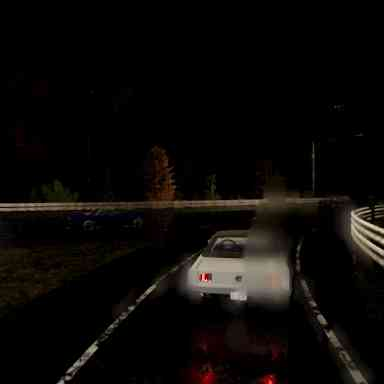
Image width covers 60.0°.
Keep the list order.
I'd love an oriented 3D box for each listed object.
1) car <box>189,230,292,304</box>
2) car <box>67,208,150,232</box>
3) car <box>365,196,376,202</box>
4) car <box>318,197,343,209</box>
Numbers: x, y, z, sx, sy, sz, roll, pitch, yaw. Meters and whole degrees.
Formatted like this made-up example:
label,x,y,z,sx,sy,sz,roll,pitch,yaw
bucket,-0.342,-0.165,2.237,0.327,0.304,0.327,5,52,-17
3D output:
label,x,y,z,sx,sy,sz,roll,pitch,yaw
car,1.287,1.601,8.204,1.895,1.301,4.718,0,0,11
car,-5.018,1.598,20.223,4.718,1.301,1.895,0,0,-26
car,42.849,1.551,80.019,1.994,1.385,4.181,0,0,22
car,19.167,1.489,45.871,2.128,1.511,4.902,0,0,45
